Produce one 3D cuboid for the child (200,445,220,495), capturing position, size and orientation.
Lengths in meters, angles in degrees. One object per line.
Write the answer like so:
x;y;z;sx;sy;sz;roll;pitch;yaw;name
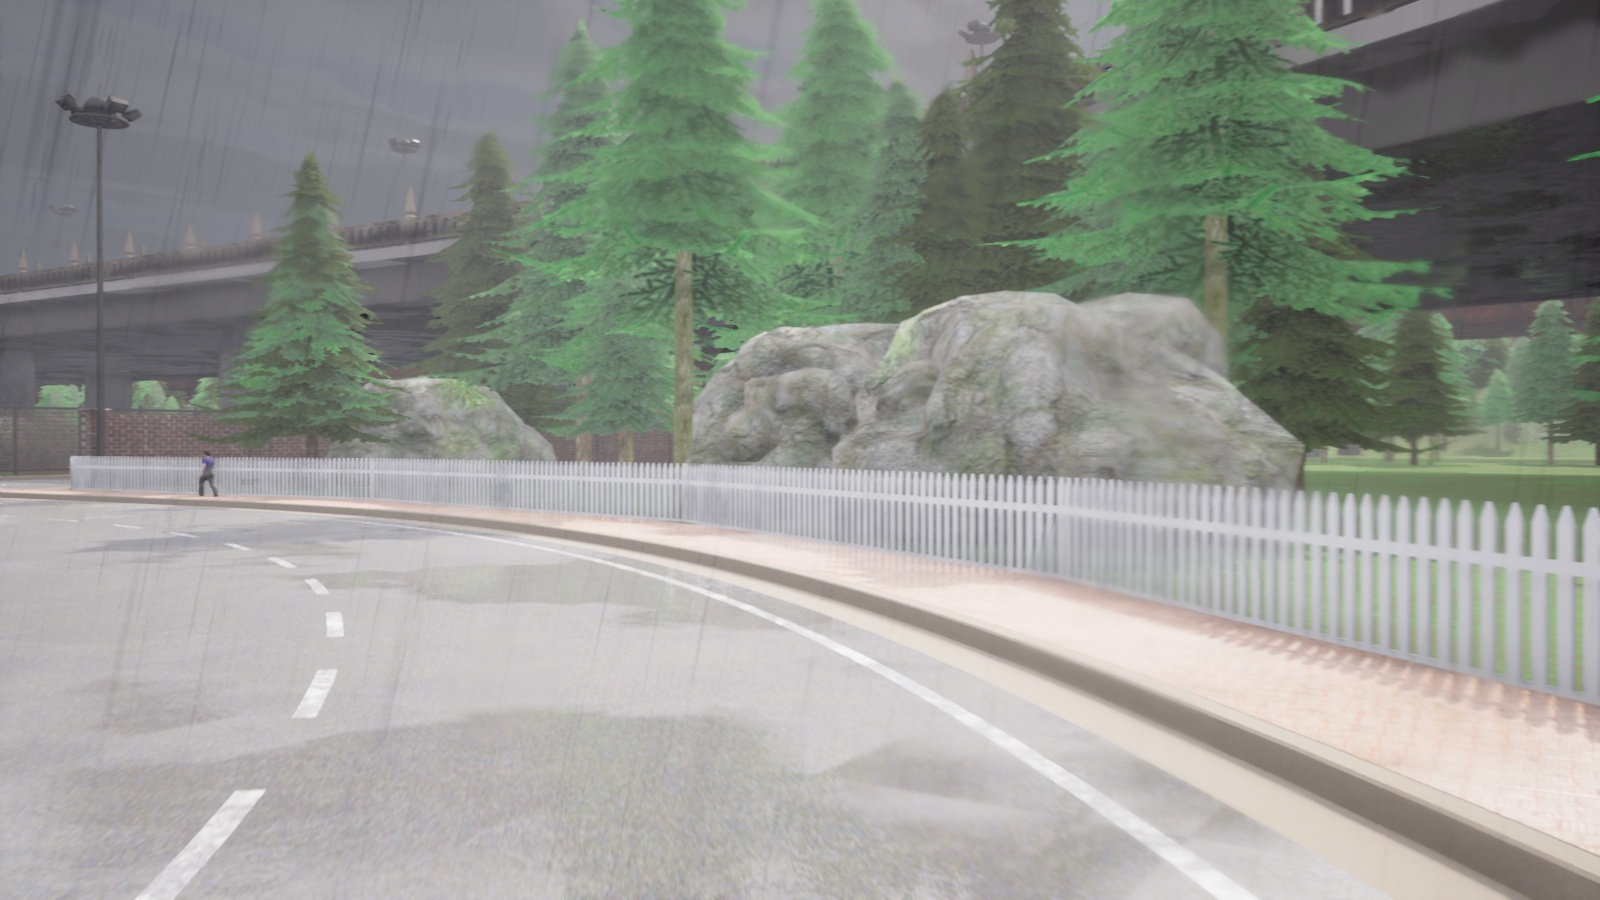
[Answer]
-14.947;0.507;31.811;0.437;1.263;0.270;0;0;33;child
